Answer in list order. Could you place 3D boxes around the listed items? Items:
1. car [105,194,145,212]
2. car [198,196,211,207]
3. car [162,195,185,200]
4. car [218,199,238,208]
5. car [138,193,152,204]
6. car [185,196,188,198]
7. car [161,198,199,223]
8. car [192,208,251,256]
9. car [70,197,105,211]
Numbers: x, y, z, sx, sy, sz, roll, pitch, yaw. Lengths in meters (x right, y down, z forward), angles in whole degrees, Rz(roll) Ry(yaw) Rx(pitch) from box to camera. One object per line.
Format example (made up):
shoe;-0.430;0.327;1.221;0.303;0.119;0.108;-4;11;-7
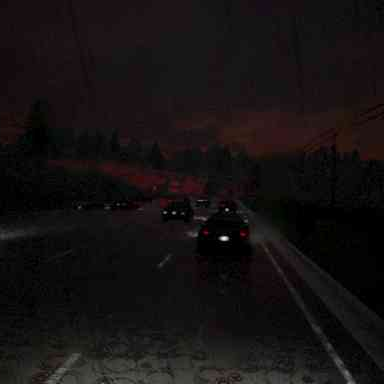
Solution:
car;-6.889;1.253;34.693;2.033;1.411;5.357;2;0;6
car;1.783;1.413;49.442;2.128;1.511;4.902;2;0;6
car;-2.575;1.163;42.732;2.097;1.767;4.553;2;0;6
car;3.761;1.521;35.510;1.837;1.490;4.892;2;0;6
car;-8.061;0.967;55.872;2.097;1.767;4.553;2;0;6
car;-1.458;1.323;52.860;1.837;1.490;4.892;2;1;6
car;-0.937;1.454;24.846;2.033;1.411;5.357;2;0;6
car;1.318;1.567;13.402;1.994;1.385;4.181;2;0;6
car;-10.487;1.202;33.994;1.895;1.301;4.718;2;0;6
